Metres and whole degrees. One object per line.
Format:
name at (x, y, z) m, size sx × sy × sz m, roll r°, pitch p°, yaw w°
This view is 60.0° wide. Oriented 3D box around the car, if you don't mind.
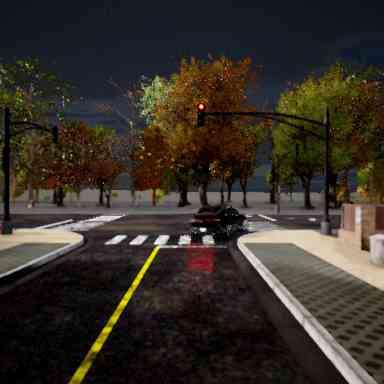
car at (1.526, 1.452, 17.513) m, size 1.837 × 1.490 × 4.892 m, roll -2°, pitch 0°, yaw 25°
